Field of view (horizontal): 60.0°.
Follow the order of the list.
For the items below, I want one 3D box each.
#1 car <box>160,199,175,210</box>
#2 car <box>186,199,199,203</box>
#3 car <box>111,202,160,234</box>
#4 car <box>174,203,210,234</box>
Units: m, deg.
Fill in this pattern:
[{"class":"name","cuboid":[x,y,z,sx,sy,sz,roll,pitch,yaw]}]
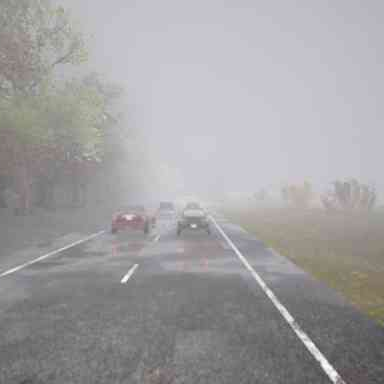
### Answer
[{"class":"car","cuboid":[-3.404,1.688,45.591,1.882,1.535,5.008,0,0,0]},{"class":"car","cuboid":[0.095,1.741,46.650,1.812,1.442,4.674,0,0,0]},{"class":"car","cuboid":[-3.402,1.449,20.109,2.097,1.767,4.553,0,0,0]},{"class":"car","cuboid":[0.097,1.621,19.615,1.812,1.442,4.674,0,0,0]}]
